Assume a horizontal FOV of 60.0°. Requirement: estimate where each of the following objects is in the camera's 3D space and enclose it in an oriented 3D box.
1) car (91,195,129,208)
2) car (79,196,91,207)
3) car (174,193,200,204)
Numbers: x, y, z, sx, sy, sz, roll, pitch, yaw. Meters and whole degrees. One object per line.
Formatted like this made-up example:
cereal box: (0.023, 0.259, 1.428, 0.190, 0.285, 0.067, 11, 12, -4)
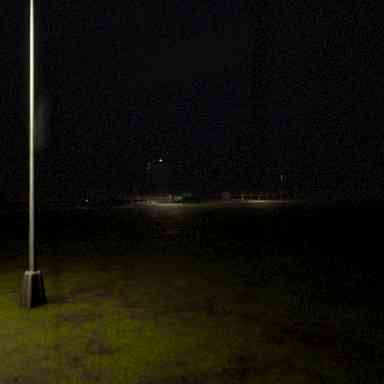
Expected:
car: (-11.171, 1.396, 46.918, 1.882, 1.535, 5.008, 1, 1, 43)
car: (-13.989, 1.228, 48.194, 2.097, 1.767, 4.553, 1, 1, 43)
car: (-0.874, 1.143, 61.881, 2.150, 2.045, 5.566, 1, 1, 44)
